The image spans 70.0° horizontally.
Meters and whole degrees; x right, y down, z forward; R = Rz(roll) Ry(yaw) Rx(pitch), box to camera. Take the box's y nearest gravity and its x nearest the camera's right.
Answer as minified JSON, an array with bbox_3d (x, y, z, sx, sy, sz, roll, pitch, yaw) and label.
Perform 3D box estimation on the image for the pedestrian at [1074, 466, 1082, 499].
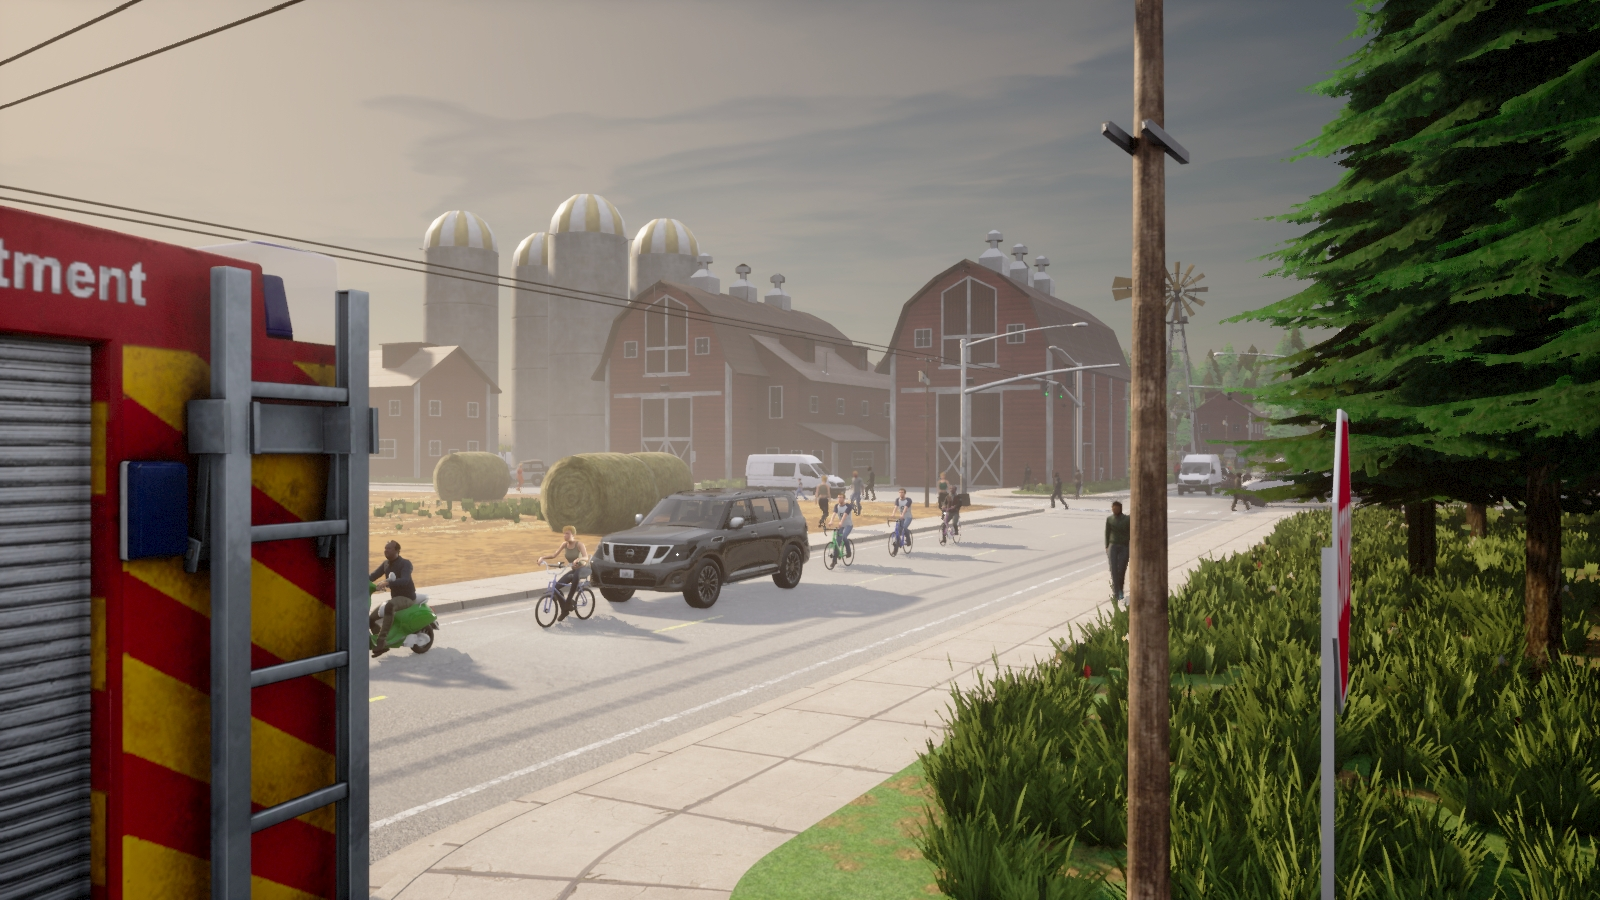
[{"bbox_3d":[15.629,1.824,64.256,0.375,1.860,0.375,0,0,29],"label":"pedestrian"}]

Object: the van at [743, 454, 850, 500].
[{"bbox_3d":[-0.217,1.504,65.699,5.915,2.561,1.988,0,0,27],"label":"van"}]

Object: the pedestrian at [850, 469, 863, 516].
[{"bbox_3d":[2.245,1.677,45.442,0.375,1.860,0.375,0,0,43],"label":"pedestrian"}]

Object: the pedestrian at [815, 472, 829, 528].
[{"bbox_3d":[0.743,1.687,38.374,0.375,1.860,0.375,0,0,24],"label":"pedestrian"}]

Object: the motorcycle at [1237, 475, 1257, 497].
[{"bbox_3d":[27.610,2.205,70.495,0.867,1.251,2.209,0,0,29],"label":"motorcycle"}]

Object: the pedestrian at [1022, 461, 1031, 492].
[{"bbox_3d":[13.804,1.601,69.595,0.375,1.860,0.375,0,0,-24],"label":"pedestrian"}]

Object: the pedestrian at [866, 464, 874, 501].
[{"bbox_3d":[3.594,1.670,58.600,0.375,1.860,0.375,0,0,15],"label":"pedestrian"}]

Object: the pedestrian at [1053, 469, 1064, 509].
[{"bbox_3d":[12.227,1.843,53.997,0.375,1.860,0.375,0,0,42],"label":"pedestrian"}]

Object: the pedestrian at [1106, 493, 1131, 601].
[{"bbox_3d":[5.615,1.696,20.137,0.375,1.860,0.375,0,0,23],"label":"pedestrian"}]

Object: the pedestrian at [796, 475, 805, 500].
[{"bbox_3d":[0.039,1.951,59.840,0.375,1.300,0.375,0,0,16],"label":"pedestrian"}]

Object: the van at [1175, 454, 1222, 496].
[{"bbox_3d":[25.720,1.534,73.539,1.988,2.561,5.915,0,0,28],"label":"van"}]

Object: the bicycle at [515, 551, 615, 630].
[{"bbox_3d":[-3.810,2.256,18.631,0.859,1.080,1.487,0,0,28],"label":"bicycle"}]

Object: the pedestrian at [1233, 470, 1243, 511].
[{"bbox_3d":[19.897,1.838,51.902,0.375,1.860,0.375,0,0,37],"label":"pedestrian"}]

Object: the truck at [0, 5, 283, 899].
[{"bbox_3d":[-6.058,0.867,3.678,8.468,3.827,2.891,0,0,21],"label":"truck"}]

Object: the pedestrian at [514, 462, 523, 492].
[{"bbox_3d":[-17.321,1.671,70.358,0.375,1.860,0.375,0,0,28],"label":"pedestrian"}]

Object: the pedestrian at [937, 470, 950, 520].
[{"bbox_3d":[5.423,1.695,43.101,0.375,1.860,0.375,0,0,24],"label":"pedestrian"}]

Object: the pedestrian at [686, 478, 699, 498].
[{"bbox_3d":[-5.778,2.049,61.618,0.500,1.100,0.500,0,0,30],"label":"pedestrian"}]

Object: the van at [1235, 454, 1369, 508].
[{"bbox_3d":[24.697,1.512,56.456,5.915,2.561,1.988,-1,-1,21],"label":"van"}]

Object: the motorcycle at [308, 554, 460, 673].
[{"bbox_3d":[-5.551,2.142,15.363,0.856,1.316,1.805,0,0,28],"label":"motorcycle"}]

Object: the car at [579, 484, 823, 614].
[{"bbox_3d":[-1.735,1.779,22.475,2.150,2.045,5.566,0,0,27],"label":"car"}]
